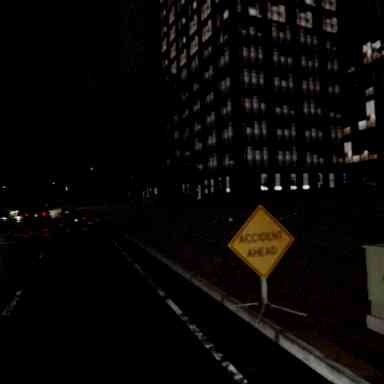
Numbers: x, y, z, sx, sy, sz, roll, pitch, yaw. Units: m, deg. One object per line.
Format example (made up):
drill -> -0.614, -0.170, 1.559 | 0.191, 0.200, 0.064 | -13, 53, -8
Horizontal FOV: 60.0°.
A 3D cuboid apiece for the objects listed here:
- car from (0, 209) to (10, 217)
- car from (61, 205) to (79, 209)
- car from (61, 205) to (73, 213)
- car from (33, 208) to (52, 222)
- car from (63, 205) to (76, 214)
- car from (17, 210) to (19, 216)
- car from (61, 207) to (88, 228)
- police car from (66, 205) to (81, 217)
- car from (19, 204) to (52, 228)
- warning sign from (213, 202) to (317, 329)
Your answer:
car -> -32.778, 3.608, 57.669 | 2.033, 1.411, 5.357 | -2, -1, -24
car -> -15.198, 2.653, 41.616 | 2.128, 1.511, 4.902 | -2, -1, -22
car -> -25.235, 3.461, 66.989 | 1.812, 1.442, 4.674 | -2, -1, -25
car -> -18.996, 2.863, 42.426 | 2.033, 1.411, 5.357 | -2, -1, -23
car -> -22.725, 3.230, 61.482 | 1.882, 1.535, 5.008 | -2, -1, -24
car -> -29.840, 3.475, 59.039 | 1.837, 1.490, 4.892 | -2, -1, -24
car -> -10.252, 2.354, 29.225 | 1.994, 1.385, 4.181 | -2, -1, -21
police car -> -18.700, 2.884, 52.352 | 1.930, 1.638, 5.238 | -2, -1, -23
car -> -14.633, 2.210, 31.586 | 2.150, 2.045, 5.566 | -2, -1, -21
warning sign -> 1.225, 1.147, 5.809 | 1.300, 1.860, 1.060 | -3, -1, -19
